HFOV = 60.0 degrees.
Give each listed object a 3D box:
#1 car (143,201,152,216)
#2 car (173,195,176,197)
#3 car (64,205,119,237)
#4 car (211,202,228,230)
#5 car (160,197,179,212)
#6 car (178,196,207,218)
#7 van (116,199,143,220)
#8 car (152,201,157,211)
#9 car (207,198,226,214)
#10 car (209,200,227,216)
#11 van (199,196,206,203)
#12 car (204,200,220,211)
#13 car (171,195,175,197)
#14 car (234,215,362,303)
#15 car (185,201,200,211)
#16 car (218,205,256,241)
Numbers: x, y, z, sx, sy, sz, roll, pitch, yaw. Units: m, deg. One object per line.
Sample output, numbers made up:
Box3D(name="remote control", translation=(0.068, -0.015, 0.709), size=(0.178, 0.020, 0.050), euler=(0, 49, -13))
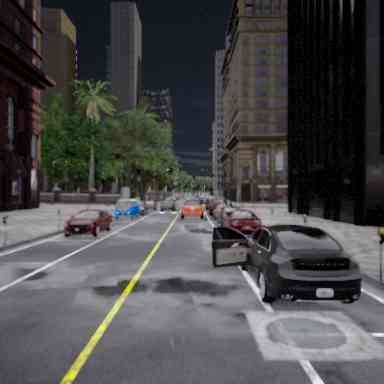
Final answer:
Box3D(name="car", translation=(-5.767, 1.657, 35.185), size=(1.967, 1.590, 4.097), euler=(0, 0, 0))
Box3D(name="car", translation=(-5.767, 1.934, 83.316), size=(1.967, 1.590, 4.097), euler=(0, 0, 0))
Box3D(name="car", translation=(-5.766, 1.660, 18.906), size=(1.887, 1.381, 4.507), euler=(0, 0, 0))
Box3D(name="car", translation=(2.759, 1.701, 24.318), size=(2.008, 1.369, 4.403), euler=(0, 0, 0))
Box3D(name="car", translation=(-3.035, 1.773, 43.314), size=(1.837, 1.490, 4.892), euler=(0, -1, 1))
Box3D(name="car", translation=(0.047, 1.550, 32.081), size=(2.097, 1.767, 4.553), euler=(0, 0, 0))
Box3D(name="van", translation=(-5.767, 1.525, 29.760), size=(1.690, 1.788, 3.998), euler=(0, 0, 0))
Box3D(name="car", translation=(-5.766, 1.864, 46.037), size=(1.802, 1.307, 4.206), euler=(0, 0, 0))
Box3D(name="car", translation=(2.758, 1.532, 35.170), size=(2.192, 1.841, 5.009), euler=(0, 0, 0))
Box3D(name="car", translation=(2.759, 1.710, 29.914), size=(1.752, 1.417, 4.829), euler=(0, 0, 0))
Box3D(name="van", translation=(2.758, 1.864, 88.717), size=(1.690, 1.788, 3.998), euler=(0, 0, 0))
Box3D(name="car", translation=(2.759, 1.848, 46.019), size=(1.947, 1.339, 4.313), euler=(0, 0, 0))
Box3D(name="car", translation=(-5.766, 2.015, 77.895), size=(2.008, 1.369, 4.403), euler=(0, 0, 0))
Box3D(name="car", translation=(2.354, 1.556, 8.319), size=(1.837, 1.490, 4.892), euler=(0, 0, 0))
Box3D(name="car", translation=(0.058, 1.880, 45.623), size=(1.895, 1.301, 4.718), euler=(0, 0, 0))
Box3D(name="car", translation=(2.758, 1.661, 18.894), size=(1.887, 1.381, 4.507), euler=(0, 0, 0))
